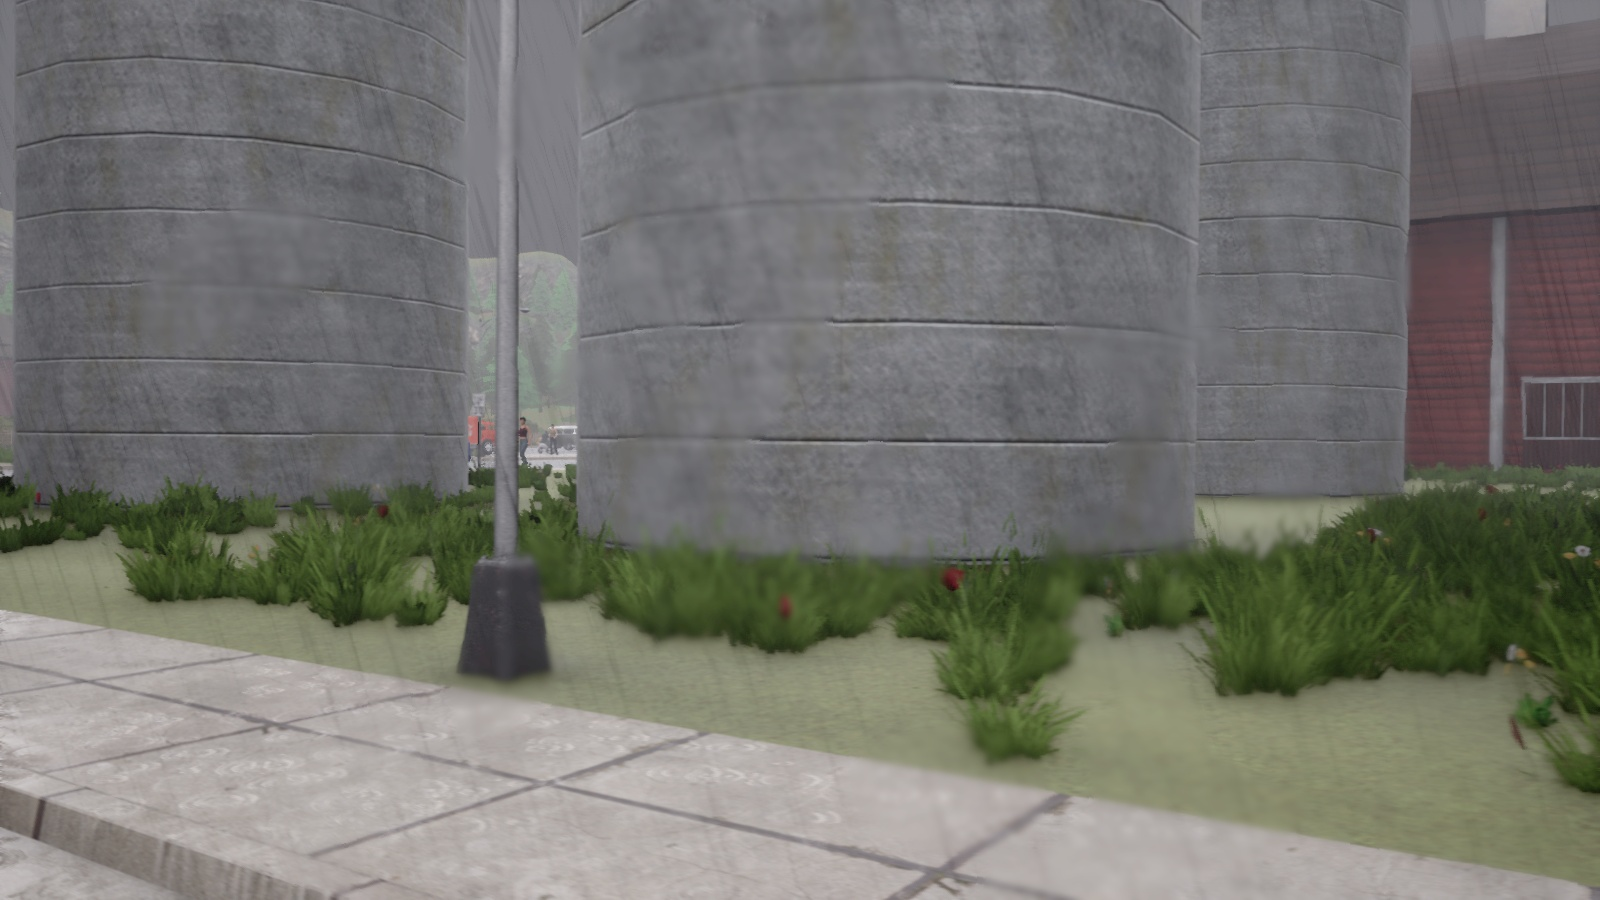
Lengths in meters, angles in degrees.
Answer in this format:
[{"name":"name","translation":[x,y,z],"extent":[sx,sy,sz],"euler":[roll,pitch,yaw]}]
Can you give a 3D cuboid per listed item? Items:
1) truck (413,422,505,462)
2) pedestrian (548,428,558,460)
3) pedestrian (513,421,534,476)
[{"name":"truck","translation":[-21.756,-0.534,80.268],"extent":[2.627,2.467,5.204],"euler":[0,1,33]},{"name":"pedestrian","translation":[-14.216,-0.373,72.289],"extent":[0.345,1.836,0.594],"euler":[0,1,12]},{"name":"pedestrian","translation":[-9.359,-0.054,42.556],"extent":[0.345,1.836,0.594],"euler":[0,1,34]}]
